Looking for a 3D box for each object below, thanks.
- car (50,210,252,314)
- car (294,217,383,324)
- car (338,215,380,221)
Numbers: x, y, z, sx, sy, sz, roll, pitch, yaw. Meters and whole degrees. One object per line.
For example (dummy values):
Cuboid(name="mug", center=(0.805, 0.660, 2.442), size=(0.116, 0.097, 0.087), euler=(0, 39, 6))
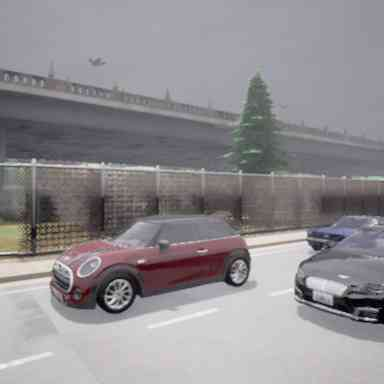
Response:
Cuboid(name="car", center=(-0.783, 1.351, 7.723), size=(4.553, 1.767, 2.097), euler=(0, 0, -35))
Cuboid(name="car", center=(4.174, 1.497, 6.954), size=(4.902, 1.511, 2.128), euler=(0, 0, -35))
Cuboid(name="car", center=(6.532, 1.610, 12.941), size=(4.718, 1.301, 1.895), euler=(0, 0, -35))
